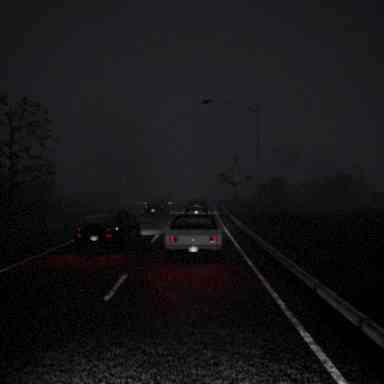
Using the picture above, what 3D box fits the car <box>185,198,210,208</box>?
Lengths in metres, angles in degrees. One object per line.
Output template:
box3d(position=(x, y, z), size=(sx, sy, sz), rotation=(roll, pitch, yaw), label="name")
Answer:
box3d(position=(0.448, 1.273, 28.156), size=(1.837, 1.490, 4.892), rotation=(0, 1, 3), label="car")

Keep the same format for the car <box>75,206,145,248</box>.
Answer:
box3d(position=(-3.381, 1.409, 13.943), size=(1.812, 1.442, 4.674), rotation=(0, 1, 1), label="car")

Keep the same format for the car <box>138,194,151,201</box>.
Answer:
box3d(position=(-8.118, 1.059, 59.198), size=(2.033, 1.411, 5.357), rotation=(0, 0, 6), label="car")

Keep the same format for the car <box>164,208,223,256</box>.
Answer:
box3d(position=(0.091, 1.495, 12.640), size=(1.895, 1.301, 4.718), rotation=(0, 0, 1), label="car")

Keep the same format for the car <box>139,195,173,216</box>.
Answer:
box3d(position=(-3.020, 1.286, 28.937), size=(1.812, 1.442, 4.674), rotation=(0, 1, 3), label="car")
